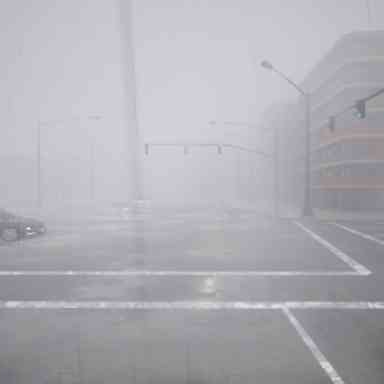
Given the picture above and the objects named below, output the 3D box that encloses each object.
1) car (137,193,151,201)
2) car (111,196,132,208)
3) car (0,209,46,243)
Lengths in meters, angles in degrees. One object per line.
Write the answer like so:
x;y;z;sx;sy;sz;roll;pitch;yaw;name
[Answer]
-8.580;0.911;60.112;1.994;1.385;4.181;0;1;2;car
-9.027;1.206;43.050;1.812;1.442;4.674;0;1;1;car
-9.200;1.489;15.073;4.892;1.490;1.837;0;0;0;car
